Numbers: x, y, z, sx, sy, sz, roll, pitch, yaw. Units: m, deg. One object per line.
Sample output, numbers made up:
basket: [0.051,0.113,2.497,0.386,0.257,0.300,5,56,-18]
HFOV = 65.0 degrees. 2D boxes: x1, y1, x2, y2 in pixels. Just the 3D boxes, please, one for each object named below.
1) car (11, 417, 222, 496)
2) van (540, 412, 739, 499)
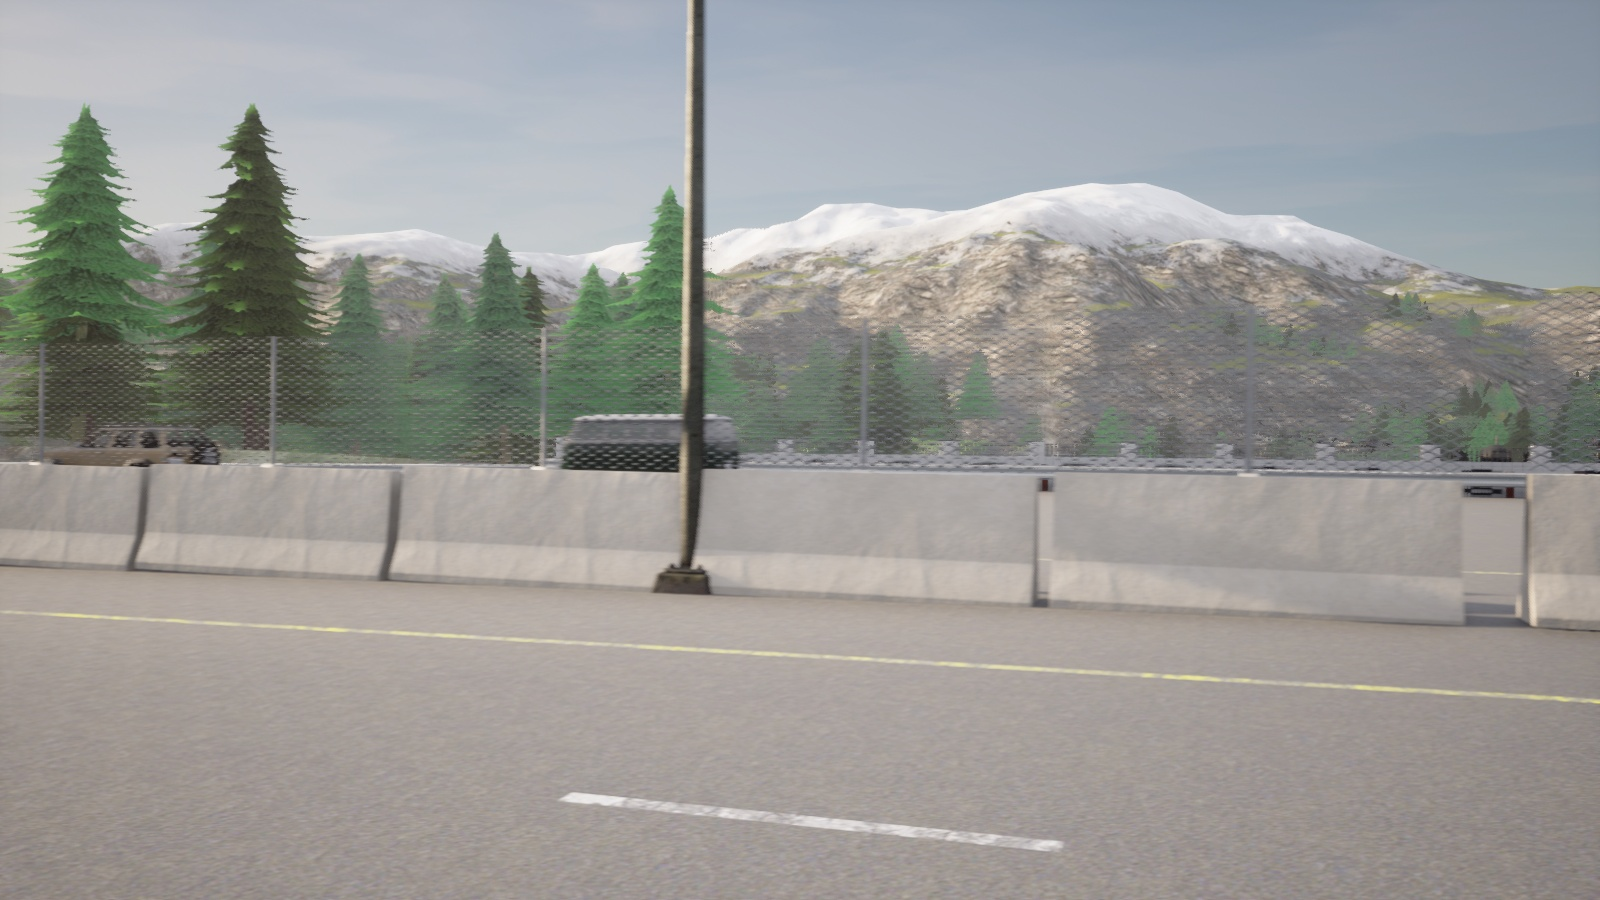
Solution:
car: [-16.866,0.124,31.012,4.605,1.855,1.932,0,1,18]
van: [-3.870,0.094,30.339,4.442,1.987,1.775,0,1,19]
